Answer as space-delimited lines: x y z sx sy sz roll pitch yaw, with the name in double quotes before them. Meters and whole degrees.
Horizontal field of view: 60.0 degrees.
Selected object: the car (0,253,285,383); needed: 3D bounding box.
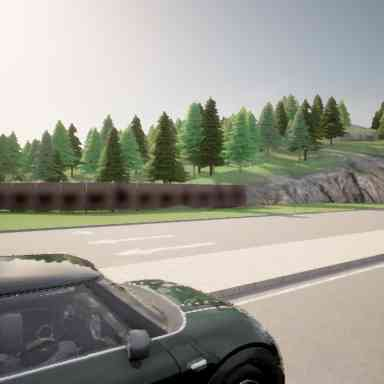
"car" -1.293 1.352 2.833 4.553 1.767 2.097 0 0 -35
